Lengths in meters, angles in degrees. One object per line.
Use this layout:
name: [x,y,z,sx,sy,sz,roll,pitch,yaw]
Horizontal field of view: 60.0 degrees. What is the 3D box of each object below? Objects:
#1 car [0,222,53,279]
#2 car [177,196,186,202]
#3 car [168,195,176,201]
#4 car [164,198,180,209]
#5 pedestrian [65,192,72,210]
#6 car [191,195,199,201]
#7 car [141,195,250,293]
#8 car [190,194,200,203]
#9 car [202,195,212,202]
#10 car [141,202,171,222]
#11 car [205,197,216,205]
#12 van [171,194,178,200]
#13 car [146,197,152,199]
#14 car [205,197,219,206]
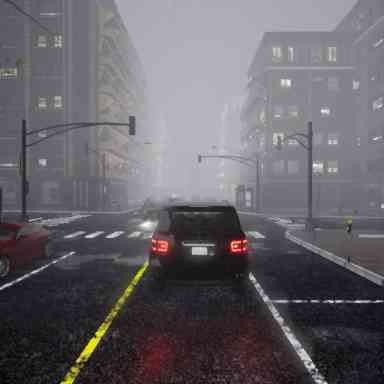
car: [-5.610,1.581,9.942,1.802,1.307,4.206,0,0,1]
car: [-2.316,1.580,73.317,1.895,1.301,4.718,0,0,1]
car: [-4.932,1.523,81.650,1.752,1.417,4.829,0,0,1]
car: [-2.676,1.523,45.835,1.812,1.442,4.674,0,0,1]
pedestrian: [-12.408,0.901,33.411,0.375,1.860,0.375,0,-1,0]
car: [0.773,1.476,82.626,1.882,1.535,5.008,0,0,1]
car: [0.168,1.220,9.026,2.150,2.045,5.566,0,0,1]
car: [0.695,1.353,72.850,2.097,1.767,4.553,0,0,1]
car: [3.396,1.438,76.097,1.967,1.590,4.097,0,0,1]
car: [-2.854,1.561,27.289,1.994,1.385,4.181,0,0,1]
car: [3.237,1.542,59.181,1.887,1.381,4.507,0,0,1]
van: [-4.824,1.338,93.098,1.690,1.788,3.998,0,0,1]
car: [-5.304,1.437,42.351,1.967,1.590,4.097,0,0,1]
car: [3.183,1.548,53.543,2.008,1.369,4.403,0,0,1]
